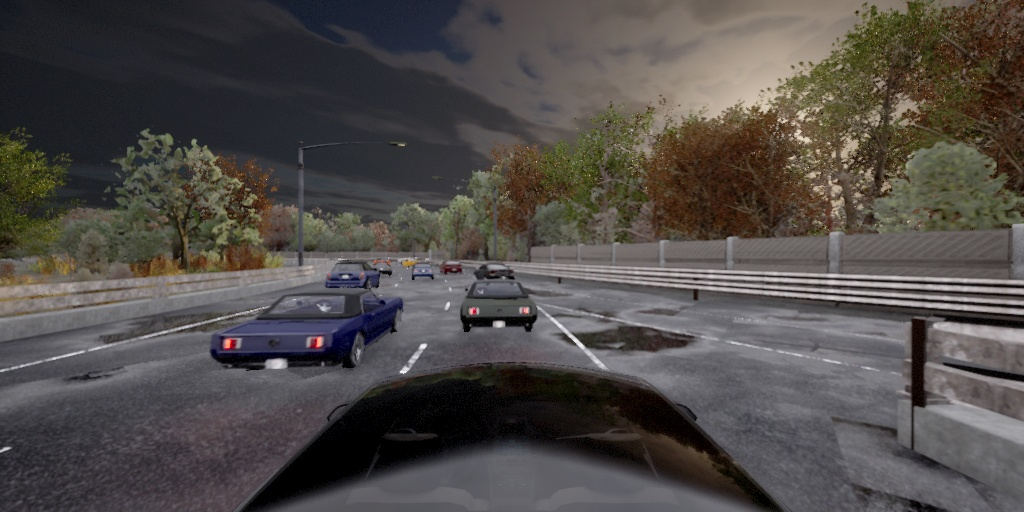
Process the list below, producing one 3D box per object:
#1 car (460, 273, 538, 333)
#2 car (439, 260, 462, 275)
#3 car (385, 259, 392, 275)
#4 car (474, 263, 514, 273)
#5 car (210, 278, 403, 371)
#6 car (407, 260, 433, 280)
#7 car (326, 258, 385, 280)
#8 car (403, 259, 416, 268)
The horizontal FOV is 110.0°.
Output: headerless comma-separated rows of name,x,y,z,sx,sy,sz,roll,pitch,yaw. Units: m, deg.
car,-0.488,1.346,10.782,1.895,1.301,4.718,0,0,-5
car,-6.728,1.225,38.987,1.882,1.535,5.008,0,0,-19
car,-14.078,1.312,38.687,1.994,1.385,4.181,0,0,-20
car,-1.375,1.226,25.180,1.882,1.535,5.008,0,0,-19
car,-3.733,1.351,7.676,1.895,1.301,4.718,0,0,-4
car,-8.020,1.296,31.870,2.033,1.411,5.357,0,0,-17
car,-8.919,1.100,20.456,2.097,1.767,4.553,0,0,-10
car,-16.940,1.224,60.223,1.882,1.535,5.008,0,0,-31
